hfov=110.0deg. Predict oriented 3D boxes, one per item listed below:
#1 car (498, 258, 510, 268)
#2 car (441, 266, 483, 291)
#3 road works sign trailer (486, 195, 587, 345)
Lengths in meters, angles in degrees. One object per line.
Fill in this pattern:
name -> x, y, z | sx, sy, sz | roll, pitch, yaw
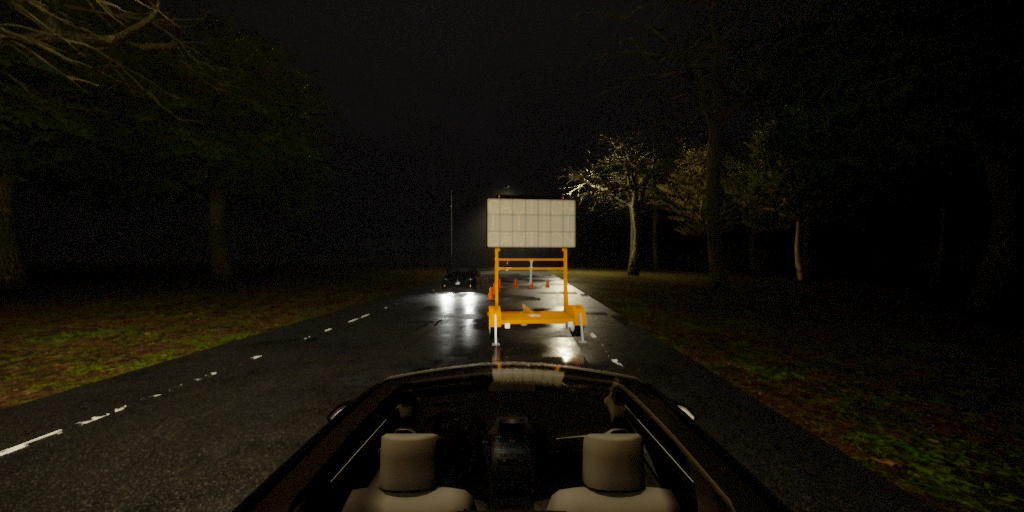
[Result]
car -> -1.522, 1.156, 63.605 | 2.097, 1.767, 4.553 | 0, 0, 2
car -> -2.915, 1.309, 21.581 | 1.994, 1.385, 4.181 | 0, 0, 2
road works sign trailer -> 0.490, 0.210, 9.520 | 2.380, 3.560, 2.880 | 0, 0, -6
